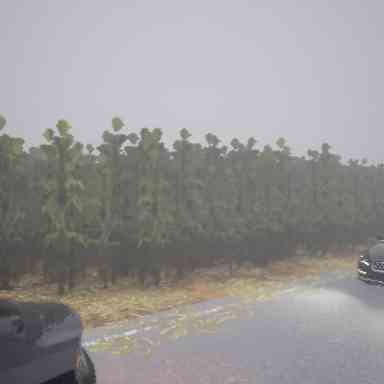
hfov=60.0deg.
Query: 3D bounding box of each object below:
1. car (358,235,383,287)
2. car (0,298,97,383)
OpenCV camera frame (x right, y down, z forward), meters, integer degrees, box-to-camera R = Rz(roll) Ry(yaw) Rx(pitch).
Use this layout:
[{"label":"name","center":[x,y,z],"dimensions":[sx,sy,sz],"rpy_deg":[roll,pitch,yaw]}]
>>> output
[{"label":"car","center":[6.067,1.511,8.325],"dimensions":[4.892,1.490,1.837],"rpy_deg":[0,0,-36]},{"label":"car","center":[-3.055,1.506,1.850],"dimensions":[4.892,1.490,1.837],"rpy_deg":[1,0,-35]}]
